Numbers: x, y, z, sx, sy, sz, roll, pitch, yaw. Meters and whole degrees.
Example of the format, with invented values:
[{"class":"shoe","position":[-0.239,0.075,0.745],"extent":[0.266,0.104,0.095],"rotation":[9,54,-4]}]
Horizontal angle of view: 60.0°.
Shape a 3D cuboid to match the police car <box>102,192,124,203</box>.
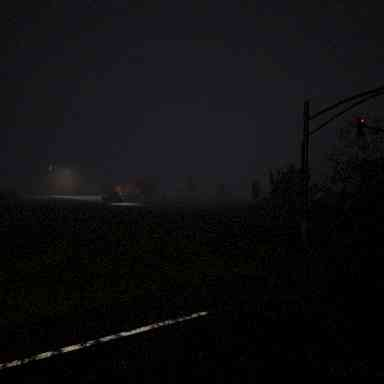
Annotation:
[{"class":"police car","position":[-11.831,0.821,49.772],"extent":[2.038,1.542,4.974],"rotation":[1,0,-32]}]
